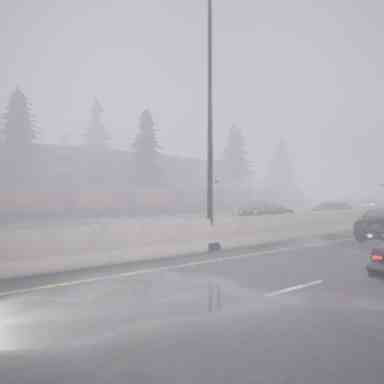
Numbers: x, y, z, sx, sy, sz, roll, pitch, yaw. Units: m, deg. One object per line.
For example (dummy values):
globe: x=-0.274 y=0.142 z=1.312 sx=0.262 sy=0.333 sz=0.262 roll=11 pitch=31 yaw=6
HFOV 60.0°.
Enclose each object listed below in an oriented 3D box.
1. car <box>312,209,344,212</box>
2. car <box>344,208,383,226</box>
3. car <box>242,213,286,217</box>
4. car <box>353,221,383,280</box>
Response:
car: x=10.712 y=1.439 z=25.365 sx=4.892 sy=1.490 sz=1.837 roll=0 pitch=0 yaw=-42
car: x=8.933 y=1.461 z=14.557 sx=4.892 sy=1.490 sz=1.837 roll=0 pitch=0 yaw=-37
car: x=5.746 y=1.546 z=25.682 sx=4.718 sy=1.301 sz=1.895 roll=0 pitch=0 yaw=-40
car: x=6.500 y=1.519 z=8.389 sx=5.357 sy=1.411 sz=2.033 roll=0 pitch=0 yaw=-36
